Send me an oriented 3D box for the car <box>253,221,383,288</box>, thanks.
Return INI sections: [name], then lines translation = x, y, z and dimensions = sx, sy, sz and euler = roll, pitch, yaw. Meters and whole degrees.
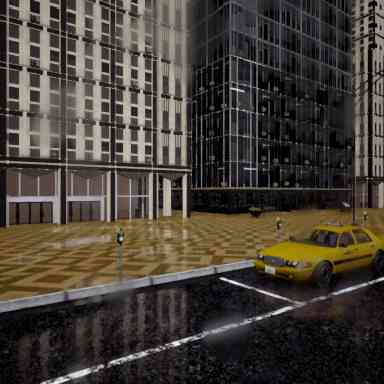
[car]
translation = 3.808, 1.526, 9.264
dimensions = 4.829, 1.417, 1.752
euler = 0, 0, -35
